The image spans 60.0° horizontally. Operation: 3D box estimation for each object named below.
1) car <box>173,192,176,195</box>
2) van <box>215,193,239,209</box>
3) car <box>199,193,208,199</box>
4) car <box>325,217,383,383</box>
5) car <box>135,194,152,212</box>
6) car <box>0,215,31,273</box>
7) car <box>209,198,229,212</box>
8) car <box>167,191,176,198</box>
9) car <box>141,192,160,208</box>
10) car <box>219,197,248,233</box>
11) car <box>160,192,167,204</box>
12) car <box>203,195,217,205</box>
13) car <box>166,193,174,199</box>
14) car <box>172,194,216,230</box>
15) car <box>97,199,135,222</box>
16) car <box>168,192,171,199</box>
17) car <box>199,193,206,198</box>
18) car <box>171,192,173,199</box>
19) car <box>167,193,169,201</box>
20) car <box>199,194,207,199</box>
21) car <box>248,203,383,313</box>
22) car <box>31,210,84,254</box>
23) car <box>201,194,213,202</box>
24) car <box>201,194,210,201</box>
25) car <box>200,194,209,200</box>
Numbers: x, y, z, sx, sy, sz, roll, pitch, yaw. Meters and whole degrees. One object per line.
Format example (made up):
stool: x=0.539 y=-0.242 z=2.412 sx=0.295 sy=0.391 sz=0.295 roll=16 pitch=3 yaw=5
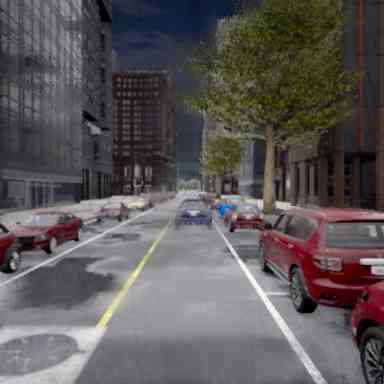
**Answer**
car: x=-5.695 y=1.079 z=80.759 sx=1.947 sy=1.339 sz=4.313 roll=0 pitch=0 yaw=0
van: x=2.851 y=1.159 z=24.361 sx=1.690 sy=1.788 sz=3.998 roll=0 pitch=0 yaw=0
car: x=2.831 y=0.950 z=80.757 sx=1.967 sy=1.590 sz=4.097 roll=0 pitch=0 yaw=0
car: x=2.859 y=1.299 z=1.804 sx=2.192 sy=1.841 sz=5.009 roll=0 pitch=0 yaw=0
car: x=-5.679 y=1.270 z=35.479 sx=1.752 sy=1.417 sz=4.829 roll=0 pitch=0 yaw=0
car: x=-5.669 y=1.385 z=7.455 sx=1.967 sy=1.590 sz=4.097 roll=0 pitch=0 yaw=0
car: x=2.846 y=1.323 z=35.642 sx=1.802 sy=1.307 sz=4.206 roll=0 pitch=0 yaw=0
car: x=-5.699 y=0.783 z=92.034 sx=2.192 sy=1.841 sz=5.009 roll=0 pitch=0 yaw=0
car: x=-5.681 y=1.027 z=41.285 sx=2.192 sy=1.841 sz=5.009 roll=0 pitch=0 yaw=0
car: x=2.853 y=1.300 z=18.723 sx=1.967 sy=1.590 sz=4.097 roll=0 pitch=0 yaw=0
car: x=-5.685 y=0.968 z=52.564 sx=2.192 sy=1.841 sz=5.009 roll=0 pitch=0 yaw=0
car: x=2.841 y=1.194 z=52.560 sx=1.887 sy=1.381 sz=4.507 roll=0 pitch=0 yaw=0
car: x=-5.696 y=1.056 z=86.397 sx=1.947 sy=1.339 sz=4.313 roll=0 pitch=0 yaw=0
car: x=0.092 y=1.201 z=20.185 sx=2.097 sy=1.767 sz=4.553 roll=0 pitch=0 yaw=0
car: x=-5.674 y=1.403 z=24.373 sx=1.802 sy=1.307 sz=4.206 roll=0 pitch=0 yaw=0
car: x=-5.689 y=0.909 z=63.841 sx=2.192 sy=1.841 sz=5.009 roll=0 pitch=0 yaw=0
car: x=2.827 y=1.031 z=92.035 sx=1.947 sy=1.339 sz=4.313 roll=0 pitch=0 yaw=0
car: x=-5.690 y=1.110 z=69.481 sx=1.887 sy=1.381 sz=4.507 roll=0 pitch=0 yaw=0
car: x=-5.686 y=1.189 z=58.204 sx=1.947 sy=1.339 sz=4.313 roll=0 pitch=0 yaw=0
car: x=2.829 y=1.069 z=86.396 sx=1.802 sy=1.307 sz=4.206 roll=0 pitch=0 yaw=0
car: x=2.857 y=1.257 z=7.442 sx=2.192 sy=1.841 sz=5.009 roll=0 pitch=0 yaw=0
car: x=-5.671 y=1.449 z=13.094 sx=1.887 sy=1.381 sz=4.507 roll=0 pitch=0 yaw=0
car: x=2.837 y=1.156 z=63.838 sx=1.947 sy=1.339 sz=4.313 roll=0 pitch=0 yaw=0
car: x=2.834 y=1.087 z=69.648 sx=1.752 sy=1.417 sz=4.829 roll=0 pitch=0 yaw=0
car: x=2.833 y=1.118 z=75.117 sx=1.802 sy=1.307 sz=4.206 roll=0 pitch=0 yaw=0
